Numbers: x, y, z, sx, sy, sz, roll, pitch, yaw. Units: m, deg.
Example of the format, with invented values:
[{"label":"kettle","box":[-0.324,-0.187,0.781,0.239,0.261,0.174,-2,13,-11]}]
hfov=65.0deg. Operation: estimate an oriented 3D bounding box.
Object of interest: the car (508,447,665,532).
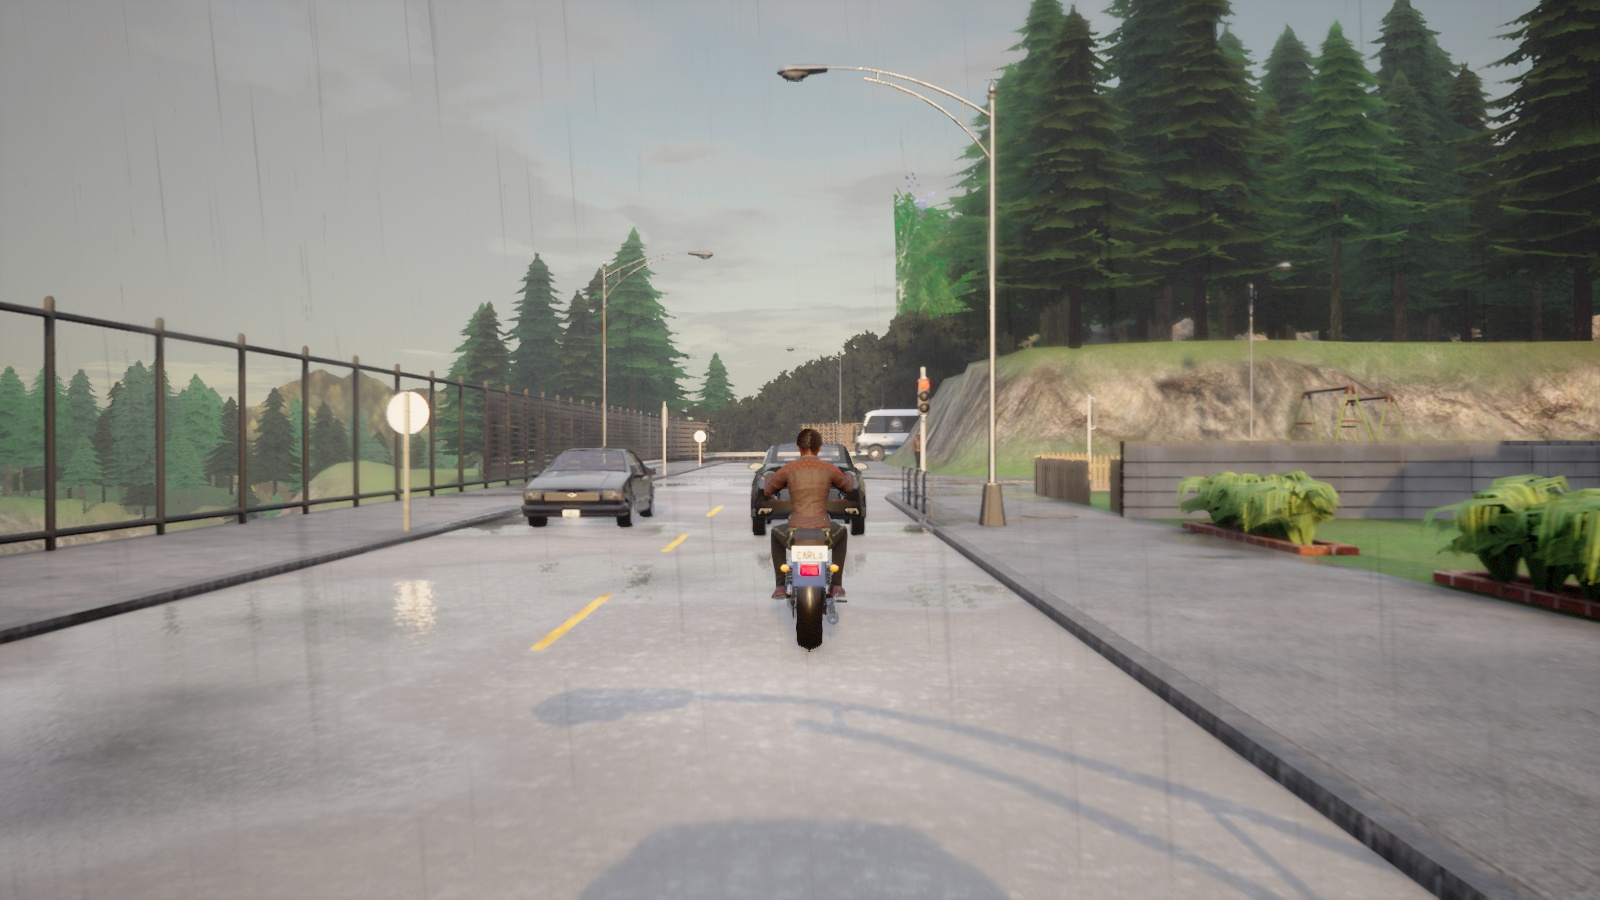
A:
[{"label":"car","box":[-3.851,0.657,23.671,2.033,1.411,5.357,0,0,0]}]

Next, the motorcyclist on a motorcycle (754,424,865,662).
[{"label":"motorcyclist on a motorcycle","box":[0.072,0.641,9.871,0.766,1.649,2.350,0,0,0]}]

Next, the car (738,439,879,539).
[{"label":"car","box":[0.140,0.582,21.460,2.128,1.511,4.902,0,0,0]}]

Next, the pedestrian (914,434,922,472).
[{"label":"pedestrian","box":[5.640,0.123,59.979,0.328,1.805,0.869,0,0,0]}]
